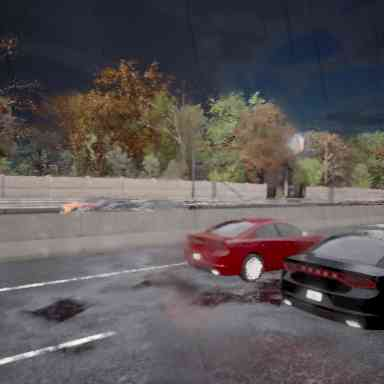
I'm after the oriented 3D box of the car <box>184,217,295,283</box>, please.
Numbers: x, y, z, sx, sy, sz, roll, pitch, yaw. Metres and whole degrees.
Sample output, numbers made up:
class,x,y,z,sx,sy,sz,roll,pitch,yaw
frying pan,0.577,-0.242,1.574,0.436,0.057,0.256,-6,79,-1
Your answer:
class,x,y,z,sx,sy,sz,roll,pitch,yaw
car,2.115,1.489,9.781,5.008,1.535,1.882,1,0,-37

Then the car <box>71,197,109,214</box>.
class,x,y,z,sx,sy,sz,roll,pitch,yaw
car,-6.440,1.218,25.478,4.553,1.767,2.097,1,0,-37

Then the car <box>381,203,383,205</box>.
class,x,y,z,sx,sy,sz,roll,pitch,yaw
car,29.764,1.928,48.060,4.181,1.385,1.994,1,0,-36

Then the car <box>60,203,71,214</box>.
class,x,y,z,sx,sy,sz,roll,pitch,yaw
car,-8.658,1.182,28.190,4.553,1.767,2.097,1,0,-37

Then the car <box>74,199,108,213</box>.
class,x,y,z,sx,sy,sz,roll,pitch,yaw
car,-4.922,1.397,22.247,4.892,1.490,1.837,1,0,-37

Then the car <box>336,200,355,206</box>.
class,x,y,z,sx,sy,sz,roll,pitch,yaw
car,25.205,1.892,53.375,4.718,1.301,1.895,1,0,-36

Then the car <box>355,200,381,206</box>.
class,x,y,z,sx,sy,sz,roll,pitch,yaw
car,27.400,1.927,50.659,4.718,1.301,1.895,1,0,-36

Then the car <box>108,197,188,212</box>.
class,x,y,z,sx,sy,sz,roll,pitch,yaw
car,-2.283,1.285,19.847,4.553,1.767,2.097,1,0,-37

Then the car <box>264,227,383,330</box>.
class,x,y,z,sx,sy,sz,roll,pitch,yaw
car,3.928,1.519,6.764,5.008,1.535,1.882,1,0,-37
